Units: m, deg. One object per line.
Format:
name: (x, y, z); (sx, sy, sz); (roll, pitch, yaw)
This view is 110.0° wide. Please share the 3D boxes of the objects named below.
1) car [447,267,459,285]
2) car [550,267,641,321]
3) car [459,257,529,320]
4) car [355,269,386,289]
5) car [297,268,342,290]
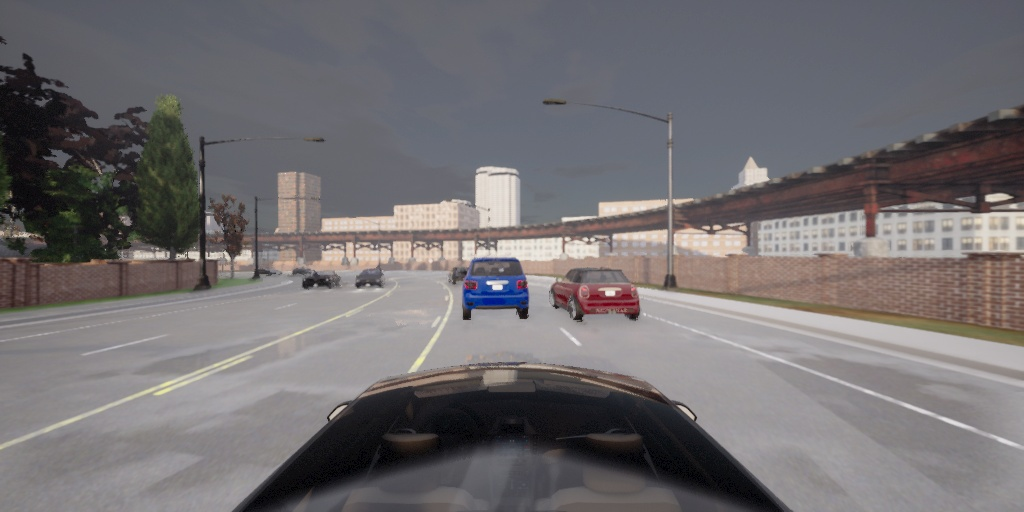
car: (-4.498, 1.657, 31.371); (1.837, 1.490, 4.892); (0, -1, -17)
car: (2.769, 1.182, 12.976); (2.097, 1.767, 4.553); (0, -1, -6)
car: (-0.732, 1.079, 13.401); (2.150, 2.045, 5.566); (0, -1, -6)
car: (-10.882, 1.709, 27.872); (2.033, 1.411, 5.357); (0, -1, -16)
car: (-14.331, 1.786, 27.181); (1.895, 1.301, 4.718); (0, -1, -16)
